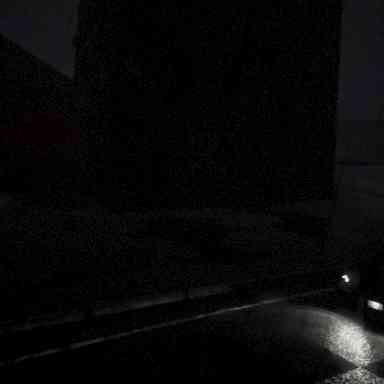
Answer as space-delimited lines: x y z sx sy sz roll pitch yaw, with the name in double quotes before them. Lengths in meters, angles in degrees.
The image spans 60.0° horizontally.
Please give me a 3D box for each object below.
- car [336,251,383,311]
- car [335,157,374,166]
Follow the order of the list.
"car" 5.535 1.580 6.911 5.357 1.411 2.033 1 0 -27
"car" 20.228 -3.561 41.753 4.553 1.767 2.185 2 -2 14
